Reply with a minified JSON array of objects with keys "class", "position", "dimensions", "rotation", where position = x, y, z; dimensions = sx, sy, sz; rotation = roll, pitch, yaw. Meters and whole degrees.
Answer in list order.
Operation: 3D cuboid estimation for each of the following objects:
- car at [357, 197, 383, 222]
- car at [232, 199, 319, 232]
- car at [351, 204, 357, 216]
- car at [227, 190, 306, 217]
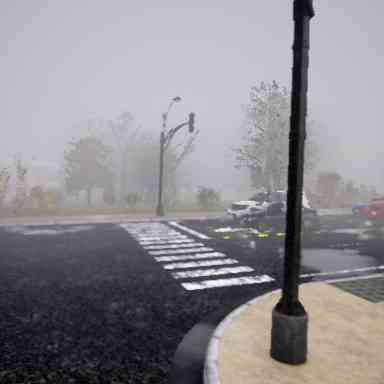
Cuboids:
[{"class":"car","position":[14.054,0.981,21.853],"dimensions":[5.566,2.045,2.150],"rotation":[0,2,-20]},{"class":"car","position":[4.893,1.343,18.653],"dimensions":[4.674,1.442,1.812],"rotation":[0,2,-18]},{"class":"car","position":[14.565,1.124,25.484],"dimensions":[5.008,1.535,1.882],"rotation":[0,2,-19]},{"class":"car","position":[5.136,0.928,22.163],"dimensions":[5.566,2.045,2.150],"rotation":[0,2,-19]}]
